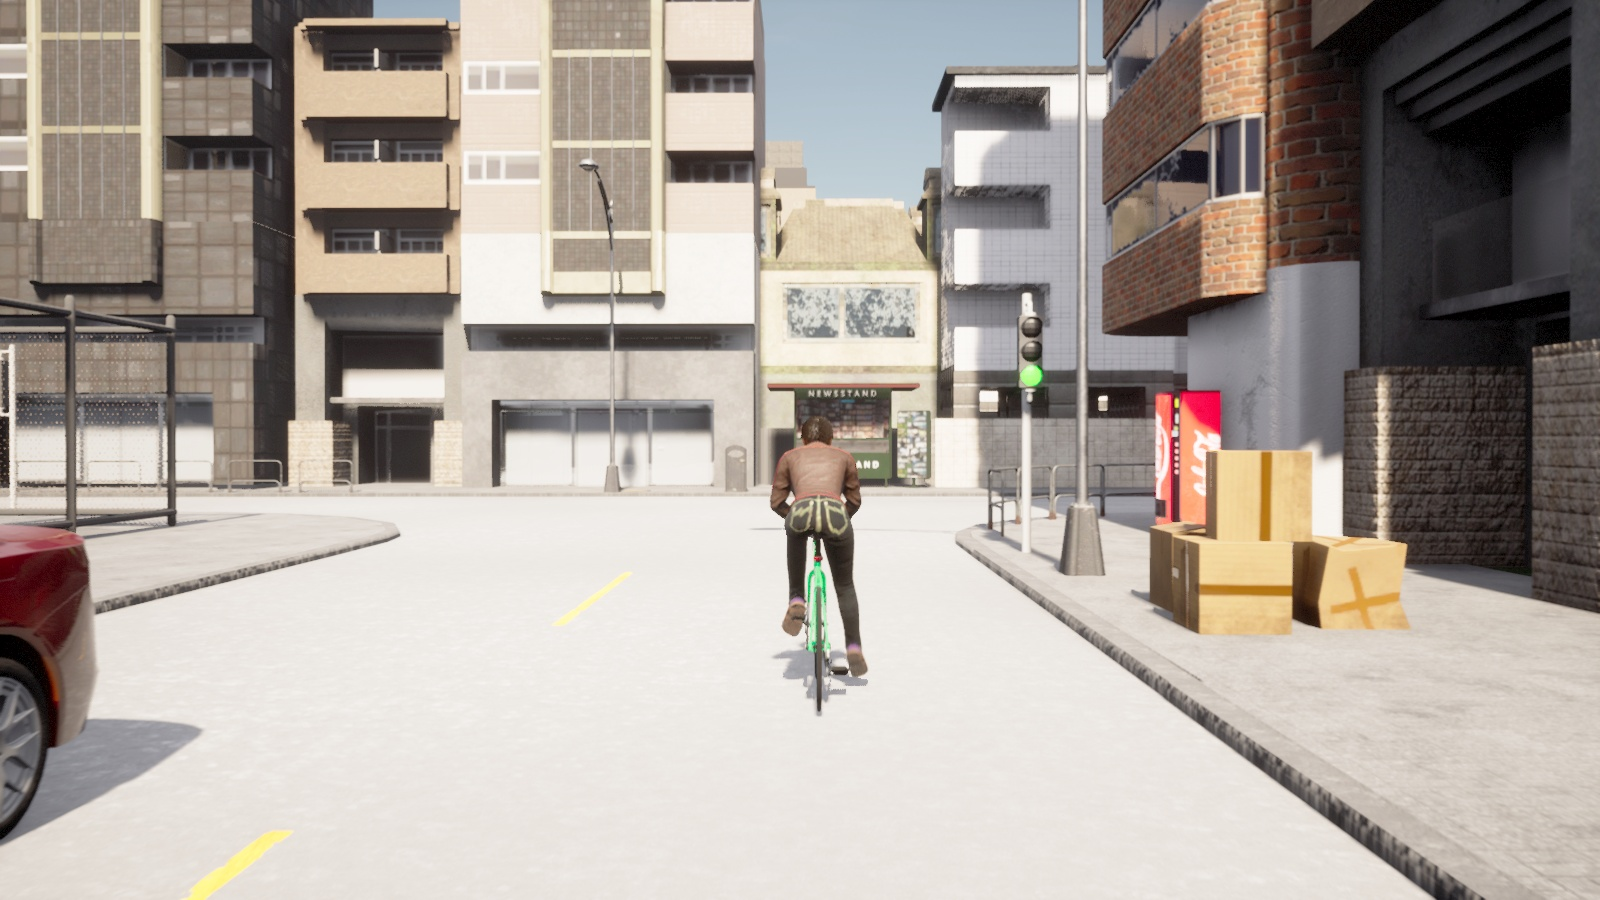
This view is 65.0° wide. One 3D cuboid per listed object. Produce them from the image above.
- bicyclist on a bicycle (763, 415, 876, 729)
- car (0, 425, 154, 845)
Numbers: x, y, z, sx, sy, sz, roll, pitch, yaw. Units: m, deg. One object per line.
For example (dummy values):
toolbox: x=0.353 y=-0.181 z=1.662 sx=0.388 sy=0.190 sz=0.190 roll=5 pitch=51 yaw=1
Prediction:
bicyclist on a bicycle: x=0.101 y=0.625 z=7.304 sx=0.582 sy=1.620 sz=1.656 roll=0 pitch=0 yaw=0
car: x=-3.920 y=0.689 z=3.123 sx=1.882 sy=1.535 sz=5.008 roll=0 pitch=1 yaw=2
